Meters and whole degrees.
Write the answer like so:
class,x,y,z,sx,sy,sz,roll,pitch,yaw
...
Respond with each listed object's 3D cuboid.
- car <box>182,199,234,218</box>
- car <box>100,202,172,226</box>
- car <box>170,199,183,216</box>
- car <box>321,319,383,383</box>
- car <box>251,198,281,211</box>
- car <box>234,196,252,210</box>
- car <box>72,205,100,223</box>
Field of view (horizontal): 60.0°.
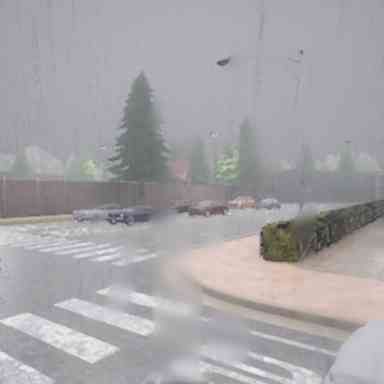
class,x,y,z,sx,sy,sz,roll,pitch,yaw
car,1.601,1.483,30.950,1.882,1.535,5.008,0,0,36
car,-3.815,1.606,23.465,1.895,1.301,4.718,0,0,36
car,-1.349,1.498,32.840,2.128,1.511,4.902,0,0,36
car,3.178,1.600,1.750,4.718,1.301,1.895,0,0,37
car,9.660,1.531,41.931,1.812,1.442,4.674,0,0,37
car,6.510,1.358,43.544,2.097,1.767,4.553,0,0,37
car,-6.705,1.607,25.444,1.895,1.301,4.718,0,0,36
